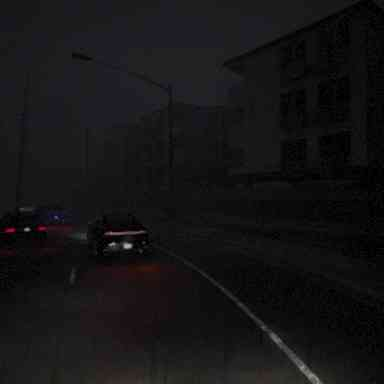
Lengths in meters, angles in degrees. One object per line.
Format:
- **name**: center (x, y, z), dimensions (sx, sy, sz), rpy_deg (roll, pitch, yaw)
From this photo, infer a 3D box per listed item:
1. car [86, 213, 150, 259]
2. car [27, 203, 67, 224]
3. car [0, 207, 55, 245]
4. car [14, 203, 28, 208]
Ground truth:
- **car**: center (-3.054, 1.599, 13.250), dimensions (2.128, 1.511, 4.902), rpy_deg (0, 0, -23)
- **car**: center (-11.260, 1.713, 26.116), dimensions (1.882, 1.535, 5.008), rpy_deg (0, -1, -35)
- **car**: center (-8.524, 1.702, 16.479), dimensions (2.033, 1.411, 5.357), rpy_deg (0, -1, -33)
- **car**: center (-17.622, 1.853, 35.093), dimensions (1.812, 1.442, 4.674), rpy_deg (0, -1, -36)
